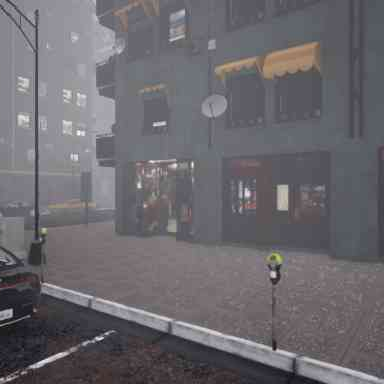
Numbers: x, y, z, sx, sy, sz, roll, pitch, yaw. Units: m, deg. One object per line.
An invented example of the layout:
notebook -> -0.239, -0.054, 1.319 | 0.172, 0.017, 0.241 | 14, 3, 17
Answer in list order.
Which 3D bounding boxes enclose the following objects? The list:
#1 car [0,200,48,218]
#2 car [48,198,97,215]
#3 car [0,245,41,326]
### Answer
car -> -14.095, 1.350, 26.073 | 2.008, 1.369, 4.403 | 1, 1, 35
car -> -11.011, 1.249, 30.502 | 1.752, 1.417, 4.829 | 1, 1, 35
car -> -4.506, 1.551, 6.075 | 4.403, 1.369, 2.008 | 0, 0, 35
